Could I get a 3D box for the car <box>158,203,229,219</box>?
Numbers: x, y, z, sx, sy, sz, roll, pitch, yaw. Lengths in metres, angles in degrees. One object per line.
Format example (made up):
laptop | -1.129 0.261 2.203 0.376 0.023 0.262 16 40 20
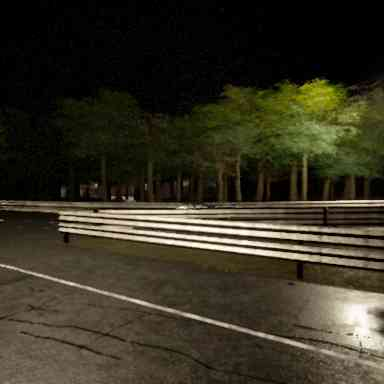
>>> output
car | -0.209 1.411 20.097 4.902 1.511 2.128 -1 0 12
